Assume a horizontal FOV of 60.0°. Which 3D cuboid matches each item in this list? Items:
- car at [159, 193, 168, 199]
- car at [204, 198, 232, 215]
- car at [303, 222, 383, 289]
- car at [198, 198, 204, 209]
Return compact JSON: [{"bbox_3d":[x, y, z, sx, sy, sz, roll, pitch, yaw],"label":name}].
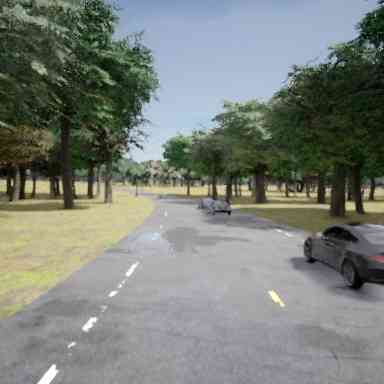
[{"bbox_3d":[-7.159,1.078,82.414,1.812,1.442,4.674,0,1,-10],"label":"car"},{"bbox_3d":[2.707,1.524,33.130,2.033,1.411,5.357,0,0,-3],"label":"car"},{"bbox_3d":[4.583,1.562,9.135,1.812,1.442,4.674,1,0,0],"label":"car"},{"bbox_3d":[1.914,1.477,43.909,2.033,1.411,5.357,0,0,-6],"label":"car"}]
